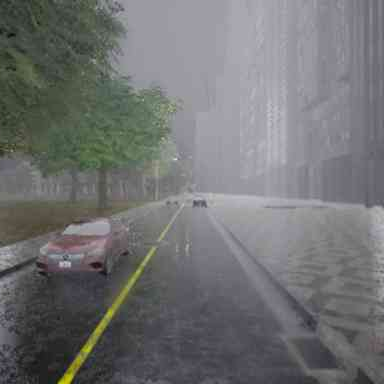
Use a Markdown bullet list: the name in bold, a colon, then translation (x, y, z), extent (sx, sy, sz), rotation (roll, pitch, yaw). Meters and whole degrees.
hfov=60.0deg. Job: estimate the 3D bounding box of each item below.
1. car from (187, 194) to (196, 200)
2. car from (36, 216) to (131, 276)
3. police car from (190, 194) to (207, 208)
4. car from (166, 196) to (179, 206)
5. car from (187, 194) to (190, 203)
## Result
- **car**: translation (-0.024, 1.178, 81.083), extent (2.128, 1.511, 4.902), rotation (0, 0, 0)
- **car**: translation (-3.103, 1.510, 10.457), extent (1.812, 1.442, 4.674), rotation (0, 0, 0)
- **police car**: translation (1.037, 1.313, 45.572), extent (1.930, 1.638, 5.238), rotation (0, 0, 0)
- **car**: translation (-3.081, 1.365, 52.548), extent (1.837, 1.490, 4.892), rotation (0, 0, 0)
- **car**: translation (-0.018, 1.413, 63.300), extent (1.895, 1.301, 4.718), rotation (0, 0, 0)
